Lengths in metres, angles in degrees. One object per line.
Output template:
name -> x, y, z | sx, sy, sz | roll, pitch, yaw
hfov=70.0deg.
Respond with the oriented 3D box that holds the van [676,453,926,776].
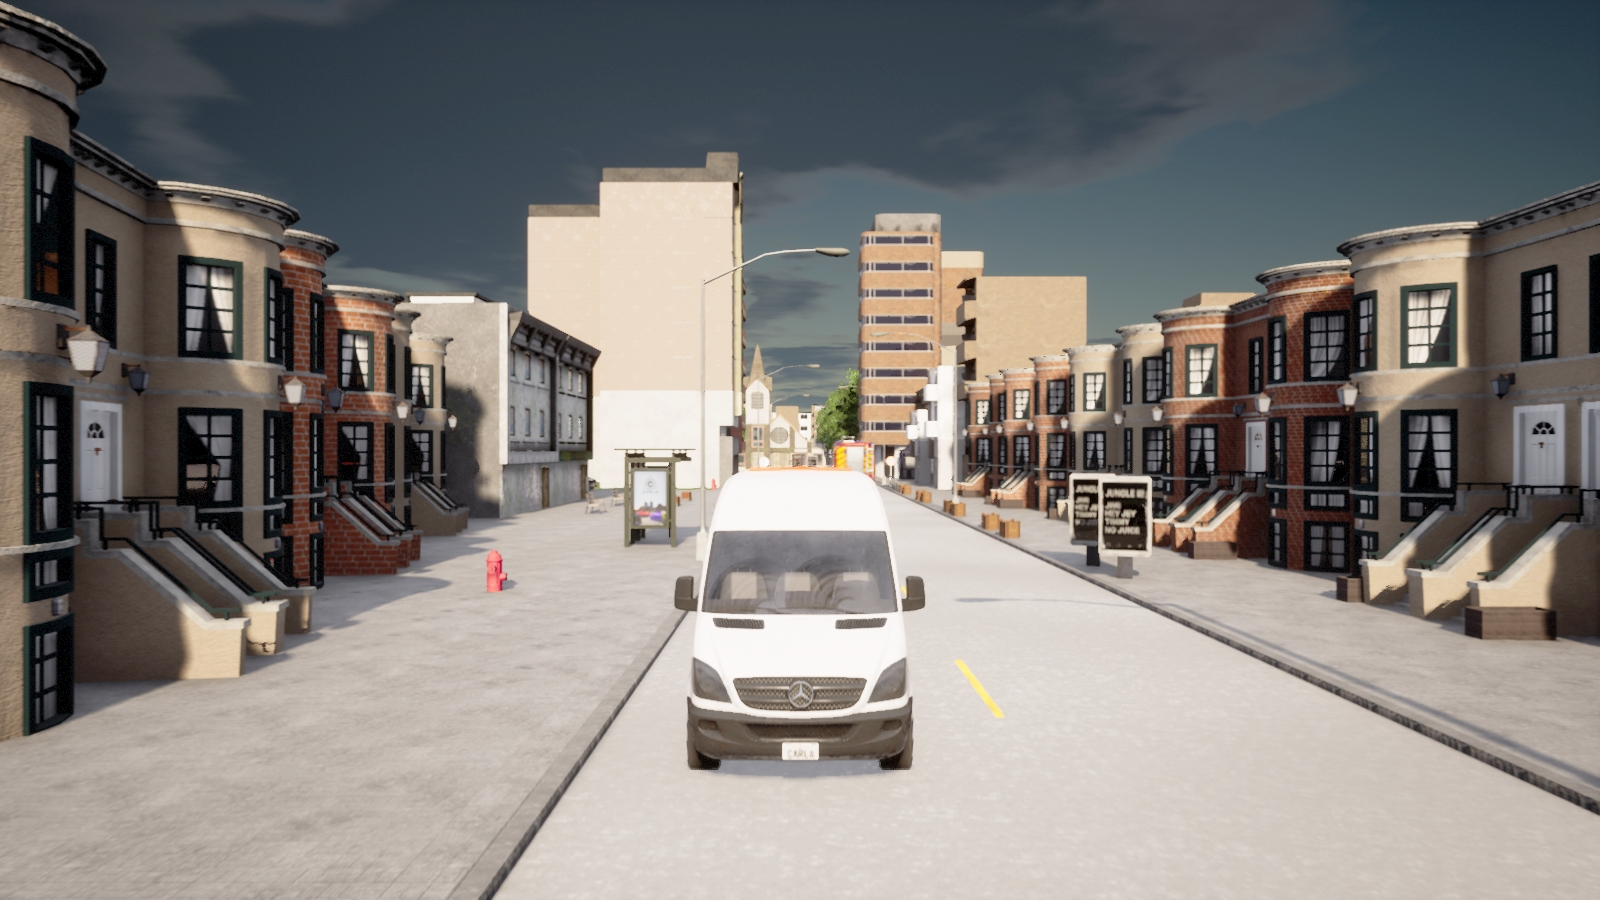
van -> 0.005, 1.314, 12.044 | 1.988, 2.561, 5.915 | 0, 0, 0
